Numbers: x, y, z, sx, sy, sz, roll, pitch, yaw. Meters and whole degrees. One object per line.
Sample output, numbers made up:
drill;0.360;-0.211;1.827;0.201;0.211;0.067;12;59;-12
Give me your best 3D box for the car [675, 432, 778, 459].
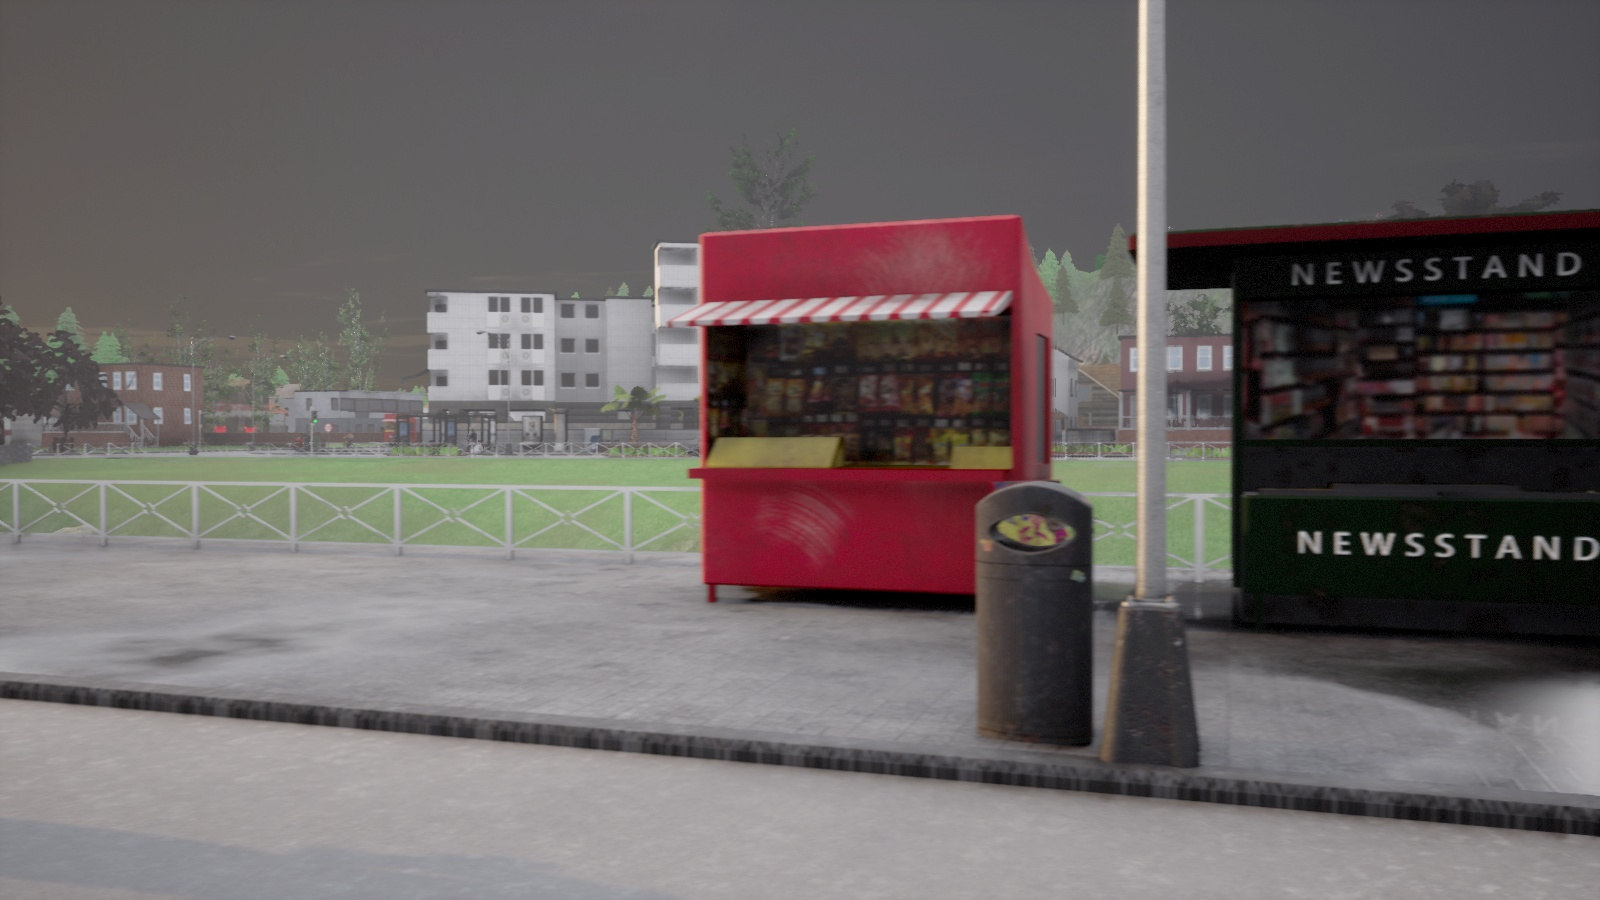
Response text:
car;-4.100;-0.266;70.202;5.357;1.411;2.033;1;1;19
